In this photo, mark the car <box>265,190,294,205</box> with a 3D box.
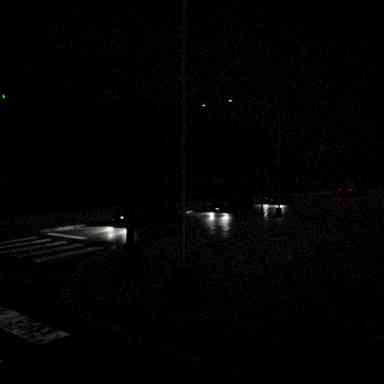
[{"bbox_3d":[9.604,0.525,36.244,1.837,1.490,4.892,0,2,35],"label":"car"}]

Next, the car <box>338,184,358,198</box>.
[{"bbox_3d":[24.361,-0.220,51.971,2.150,2.045,5.566,0,2,35],"label":"car"}]

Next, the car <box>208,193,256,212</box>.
[{"bbox_3d":[3.460,0.832,27.588,2.033,1.411,5.357,0,2,35],"label":"car"}]

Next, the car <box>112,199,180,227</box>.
[{"bbox_3d":[-2.546,1.117,19.113,1.994,1.385,4.181,0,2,35],"label":"car"}]
